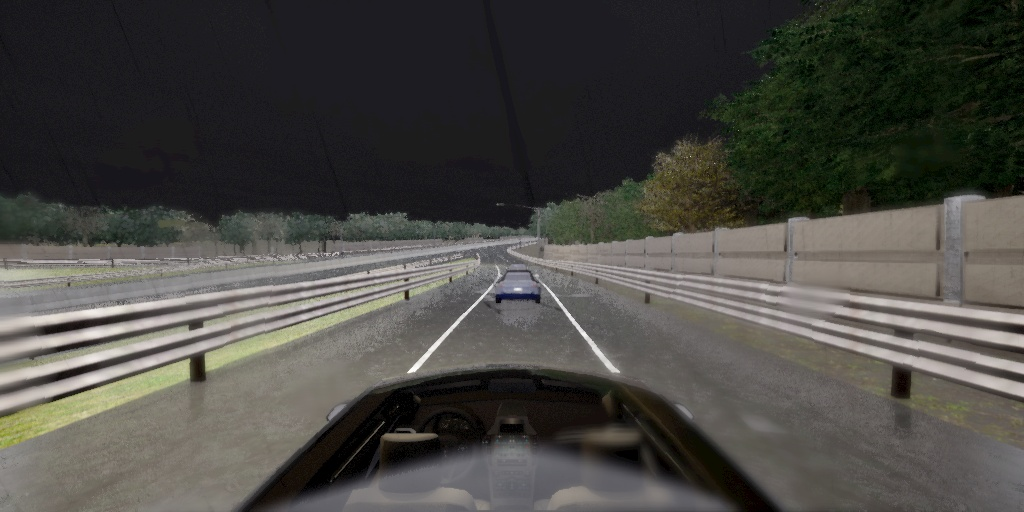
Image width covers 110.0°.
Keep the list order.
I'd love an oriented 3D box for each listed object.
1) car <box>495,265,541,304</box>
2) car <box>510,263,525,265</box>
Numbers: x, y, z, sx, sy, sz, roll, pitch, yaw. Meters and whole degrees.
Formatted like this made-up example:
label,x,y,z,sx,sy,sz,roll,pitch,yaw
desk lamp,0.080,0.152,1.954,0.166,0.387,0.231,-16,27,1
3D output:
label,x,y,z,sx,sy,sz,roll,pitch,yaw
car,0.295,1.308,16.409,1.994,1.385,4.181,0,0,2
car,0.467,1.280,31.488,2.033,1.411,5.357,0,0,0
